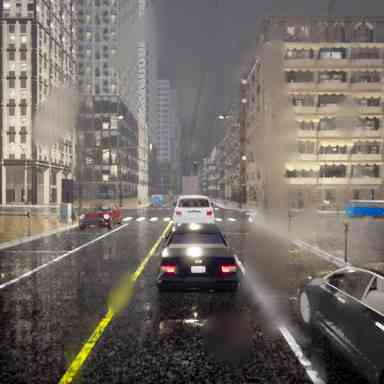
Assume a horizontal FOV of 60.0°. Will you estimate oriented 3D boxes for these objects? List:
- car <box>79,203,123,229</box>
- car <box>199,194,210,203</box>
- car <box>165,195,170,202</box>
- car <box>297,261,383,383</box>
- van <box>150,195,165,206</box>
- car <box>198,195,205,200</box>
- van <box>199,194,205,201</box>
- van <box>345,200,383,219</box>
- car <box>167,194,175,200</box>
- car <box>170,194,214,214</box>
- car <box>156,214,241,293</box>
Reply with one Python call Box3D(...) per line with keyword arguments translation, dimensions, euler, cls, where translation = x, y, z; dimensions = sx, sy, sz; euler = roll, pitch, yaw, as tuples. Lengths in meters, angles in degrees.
Box3D(translation=(-5.715, 1.442, 21.132), dimensions=(1.967, 1.590, 4.097), euler=(0, 0, 0), cls="car")
Box3D(translation=(2.610, 1.340, 70.270), dimensions=(2.192, 1.841, 5.009), euler=(0, 0, 0), cls="car")
Box3D(translation=(-5.776, 1.555, 75.640), dimensions=(1.752, 1.417, 4.829), euler=(0, 0, 0), cls="car")
Box3D(translation=(2.685, 1.551, 4.195), dimensions=(2.008, 1.369, 4.403), euler=(0, 0, 0), cls="car")
Box3D(translation=(-5.751, 1.355, 53.606), dimensions=(1.690, 1.788, 3.998), euler=(0, 0, 0), cls="van")
Box3D(translation=(2.586, 1.595, 92.473), dimensions=(2.008, 1.369, 4.403), euler=(0, 0, 0), cls="car")
Box3D(translation=(2.591, 1.380, 86.923), dimensions=(1.690, 1.788, 3.998), euler=(0, 0, 0), cls="van")
Box3D(translation=(16.894, 1.707, 31.891), dimensions=(3.998, 1.788, 1.690), euler=(1, -1, 0), cls="van")
Box3D(translation=(-5.795, 1.485, 92.463), dimensions=(1.967, 1.590, 4.097), euler=(0, 0, 0), cls="car")
Box3D(translation=(0.084, 1.223, 19.221), dimensions=(2.150, 2.045, 5.566), euler=(0, 0, 0), cls="car")
Box3D(translation=(0.094, 1.548, 8.969), dimensions=(2.033, 1.411, 5.357), euler=(0, 0, -1), cls="car")
